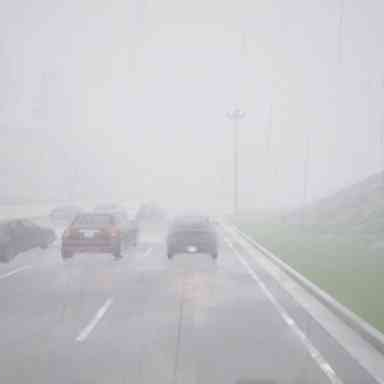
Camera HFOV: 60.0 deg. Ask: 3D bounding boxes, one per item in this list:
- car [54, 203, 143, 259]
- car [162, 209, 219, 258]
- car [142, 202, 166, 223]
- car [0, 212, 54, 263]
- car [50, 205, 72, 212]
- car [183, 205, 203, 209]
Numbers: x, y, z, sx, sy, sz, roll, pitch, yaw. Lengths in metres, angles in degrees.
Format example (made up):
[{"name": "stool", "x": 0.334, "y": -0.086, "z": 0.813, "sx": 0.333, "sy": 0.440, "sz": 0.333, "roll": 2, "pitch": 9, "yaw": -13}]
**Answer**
[{"name": "car", "x": -3.477, "y": 1.502, "z": 13.403, "sx": 2.097, "sy": 1.767, "sz": 4.553, "roll": 0, "pitch": -1, "yaw": 0}, {"name": "car", "x": 0.023, "y": 1.659, "z": 13.472, "sx": 1.837, "sy": 1.490, "sz": 4.892, "roll": 0, "pitch": 0, "yaw": 0}, {"name": "car", "x": -3.431, "y": 1.668, "z": 28.399, "sx": 2.097, "sy": 1.767, "sz": 4.553, "roll": 0, "pitch": -1, "yaw": 1}, {"name": "car", "x": -6.989, "y": 1.688, "z": 12.491, "sx": 2.033, "sy": 1.411, "sz": 5.357, "roll": 0, "pitch": -1, "yaw": 0}, {"name": "car", "x": -10.430, "y": 1.811, "z": 28.474, "sx": 2.128, "sy": 1.511, "sz": 4.902, "roll": 0, "pitch": 0, "yaw": 2}, {"name": "car", "x": 0.081, "y": 1.848, "z": 28.864, "sx": 1.812, "sy": 1.442, "sz": 4.674, "roll": 0, "pitch": 0, "yaw": 2}]
